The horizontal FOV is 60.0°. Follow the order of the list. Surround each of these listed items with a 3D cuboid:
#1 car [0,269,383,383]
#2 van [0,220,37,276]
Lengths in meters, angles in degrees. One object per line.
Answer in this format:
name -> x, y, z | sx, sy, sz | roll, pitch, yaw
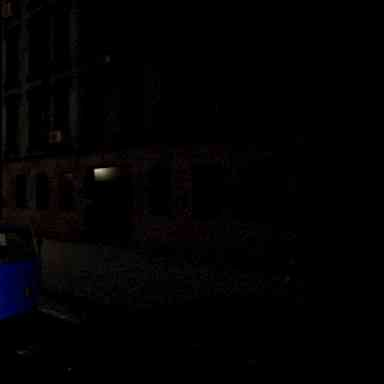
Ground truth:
car -> 0.156, 1.566, 2.698 | 4.313, 1.339, 1.947 | 0, 0, 35
van -> -4.469, 1.341, 5.995 | 3.998, 1.788, 1.690 | 0, 0, 35
